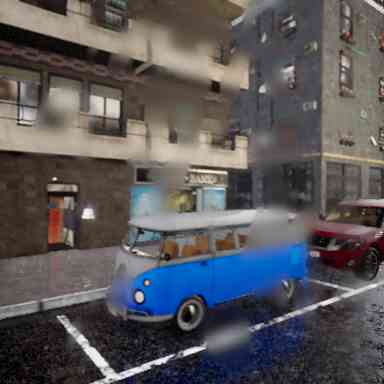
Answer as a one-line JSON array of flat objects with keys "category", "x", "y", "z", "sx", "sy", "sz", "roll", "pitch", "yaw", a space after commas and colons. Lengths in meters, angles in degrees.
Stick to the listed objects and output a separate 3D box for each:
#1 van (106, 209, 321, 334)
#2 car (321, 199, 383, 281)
[{"category": "van", "x": 0.480, "y": 1.284, "z": 6.403, "sx": 3.998, "sy": 1.788, "sz": 1.690, "roll": -1, "pitch": 2, "yaw": -35}, {"category": "car", "x": 5.092, "y": 1.177, "z": 9.690, "sx": 5.009, "sy": 1.841, "sz": 2.192, "roll": -1, "pitch": 2, "yaw": -35}]
